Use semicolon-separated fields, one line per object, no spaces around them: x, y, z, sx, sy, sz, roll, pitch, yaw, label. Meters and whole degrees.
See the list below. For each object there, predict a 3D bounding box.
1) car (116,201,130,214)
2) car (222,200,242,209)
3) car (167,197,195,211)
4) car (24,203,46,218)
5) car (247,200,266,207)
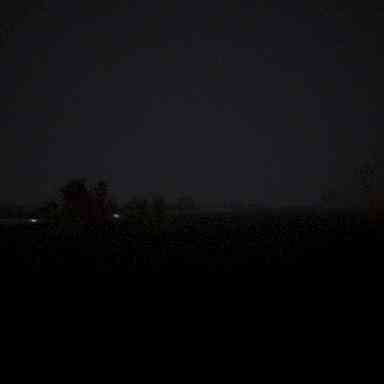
-8.257;1.909;41.133;1.812;1.442;4.674;-1;-1;36;car
6.723;2.070;55.711;1.812;1.442;4.674;-1;-1;36;car
-1.826;1.726;50.058;2.150;2.045;5.566;-1;-2;36;car
-14.078;1.753;33.063;1.882;1.535;5.008;-1;-1;36;car
12.386;2.199;63.642;2.033;1.411;5.357;-1;-1;36;car
